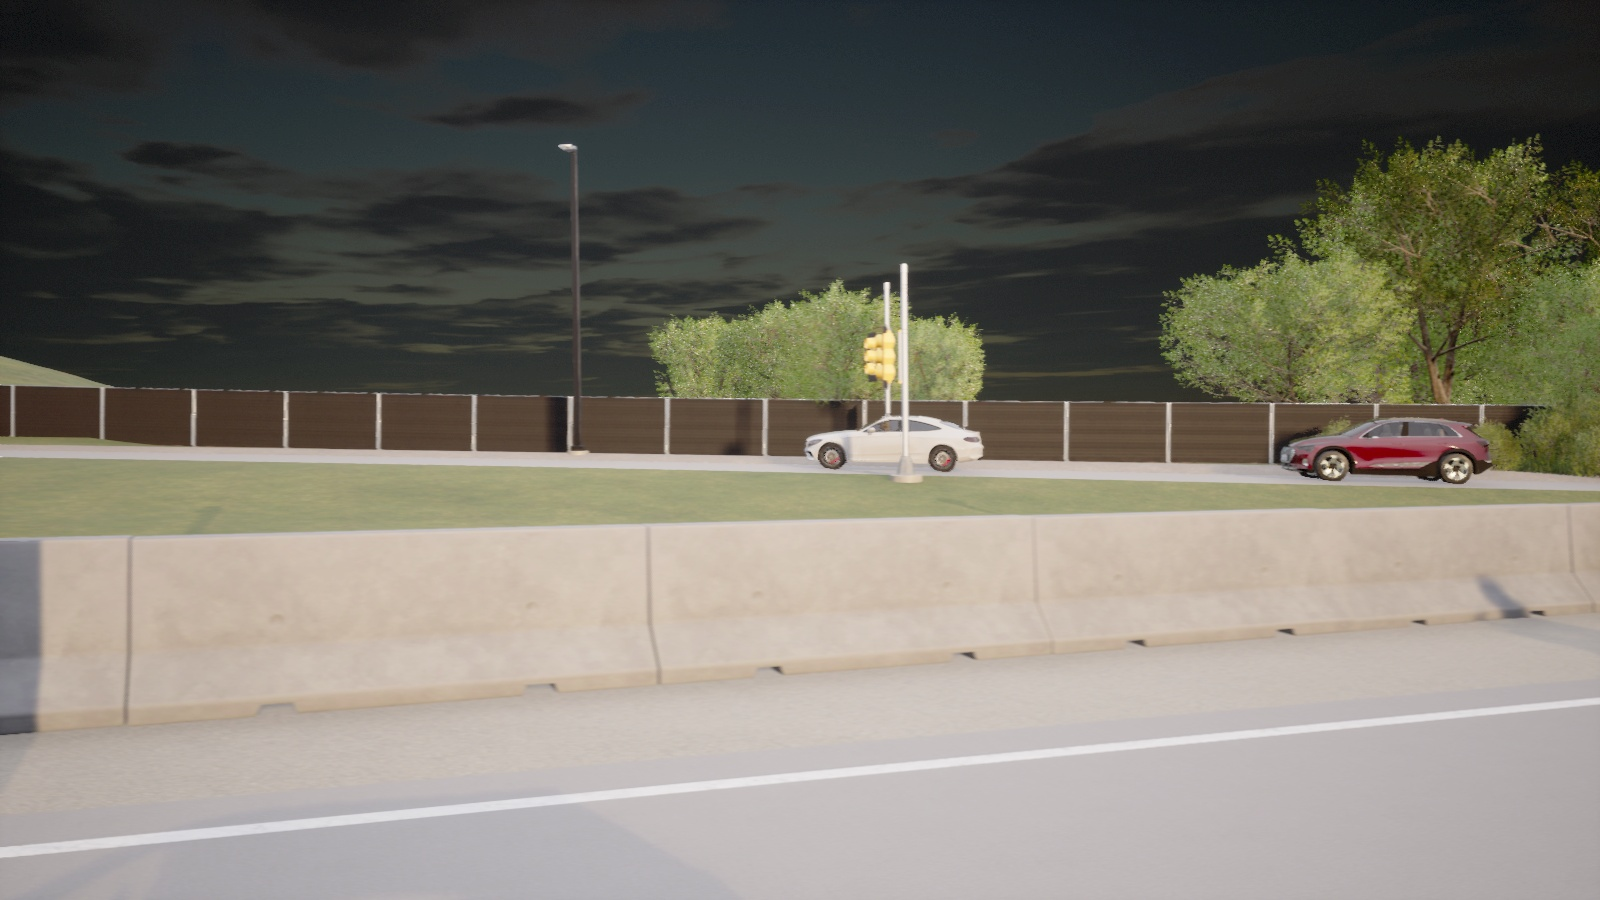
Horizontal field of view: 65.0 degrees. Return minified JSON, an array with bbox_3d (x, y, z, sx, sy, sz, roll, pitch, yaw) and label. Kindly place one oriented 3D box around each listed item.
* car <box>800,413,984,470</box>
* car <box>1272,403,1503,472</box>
[{"bbox_3d":[2.422,-0.245,32.933,4.674,1.442,1.812,0,2,6],"label":"car"},{"bbox_3d":[14.668,-0.340,31.618,4.856,1.649,2.033,0,2,6],"label":"car"}]
